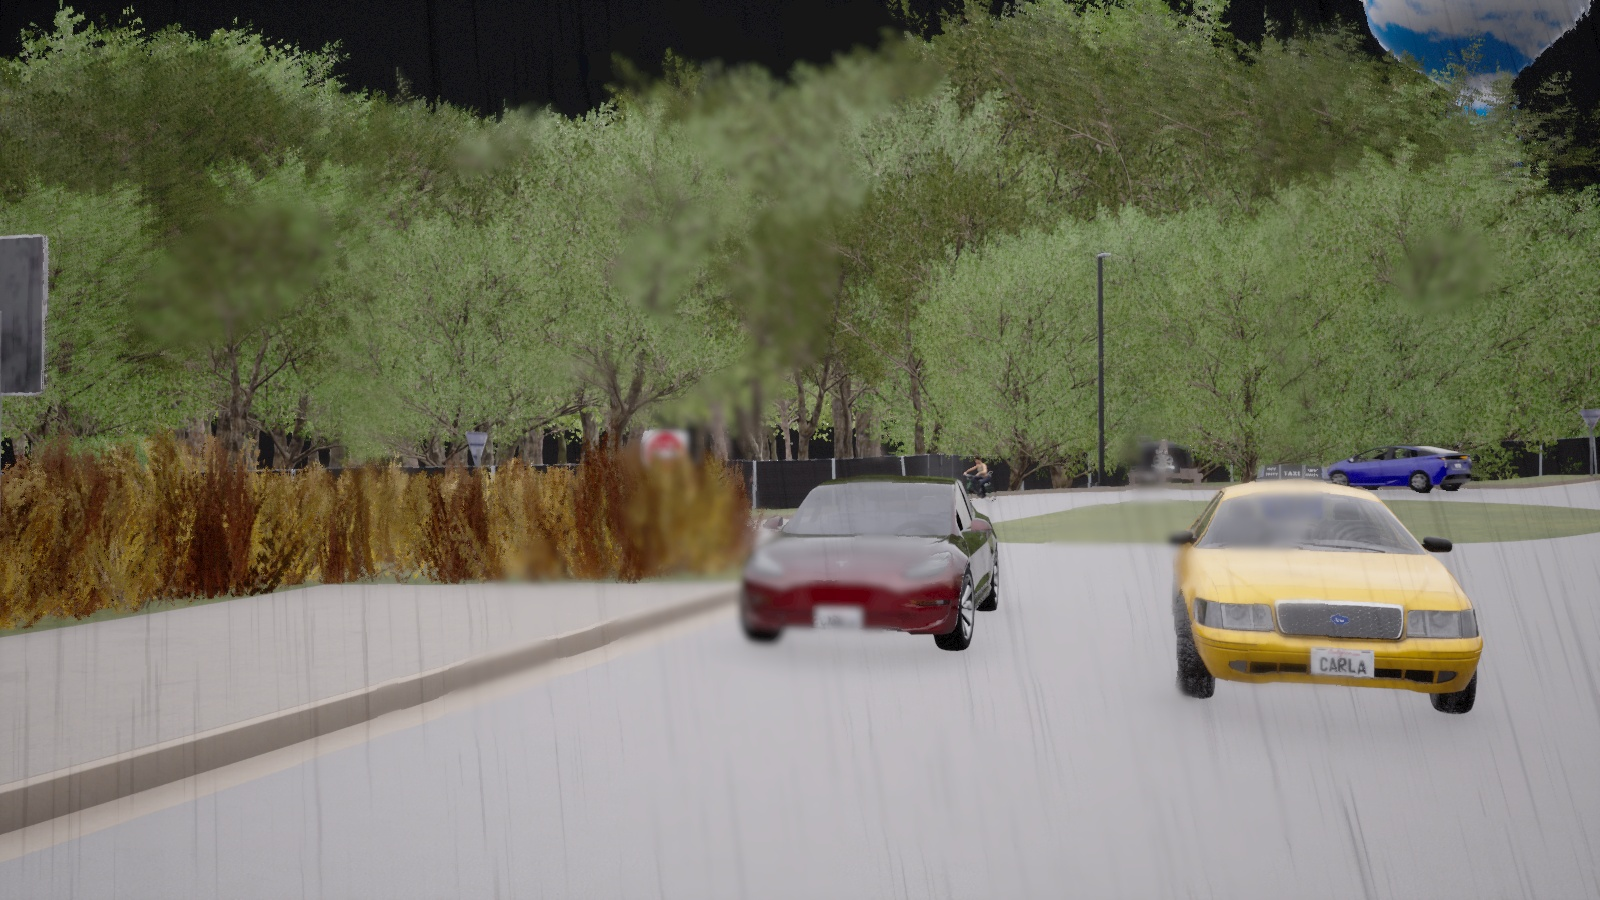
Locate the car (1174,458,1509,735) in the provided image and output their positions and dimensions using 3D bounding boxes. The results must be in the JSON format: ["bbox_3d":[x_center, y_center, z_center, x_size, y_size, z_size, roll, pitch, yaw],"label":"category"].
[{"bbox_3d":[3.950,0.863,10.039,1.801,1.575,5.366,0,0,16],"label":"car"}]

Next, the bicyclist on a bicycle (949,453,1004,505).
[{"bbox_3d":[5.993,0.979,42.624,1.509,1.612,0.866,-5,3,-25],"label":"bicyclist on a bicycle"}]

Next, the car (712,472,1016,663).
[{"bbox_3d":[0.887,0.986,12.515,2.163,1.488,4.792,-1,-1,13],"label":"car"}]

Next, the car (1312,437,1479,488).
[{"bbox_3d":[19.325,0.417,40.952,2.007,1.525,4.514,-1,0,-32],"label":"car"}]
